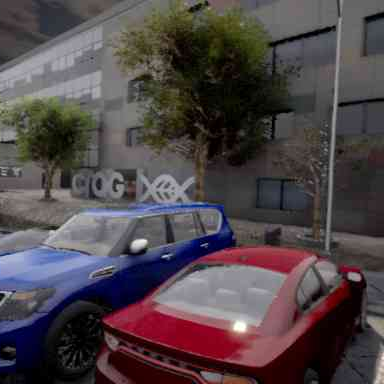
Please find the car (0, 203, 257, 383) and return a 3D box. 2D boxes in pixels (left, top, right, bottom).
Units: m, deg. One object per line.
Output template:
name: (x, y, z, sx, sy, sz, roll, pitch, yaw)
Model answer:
car: (-1.186, 1.261, 6.091, 2.435, 2.045, 5.566, -1, 0, 35)
